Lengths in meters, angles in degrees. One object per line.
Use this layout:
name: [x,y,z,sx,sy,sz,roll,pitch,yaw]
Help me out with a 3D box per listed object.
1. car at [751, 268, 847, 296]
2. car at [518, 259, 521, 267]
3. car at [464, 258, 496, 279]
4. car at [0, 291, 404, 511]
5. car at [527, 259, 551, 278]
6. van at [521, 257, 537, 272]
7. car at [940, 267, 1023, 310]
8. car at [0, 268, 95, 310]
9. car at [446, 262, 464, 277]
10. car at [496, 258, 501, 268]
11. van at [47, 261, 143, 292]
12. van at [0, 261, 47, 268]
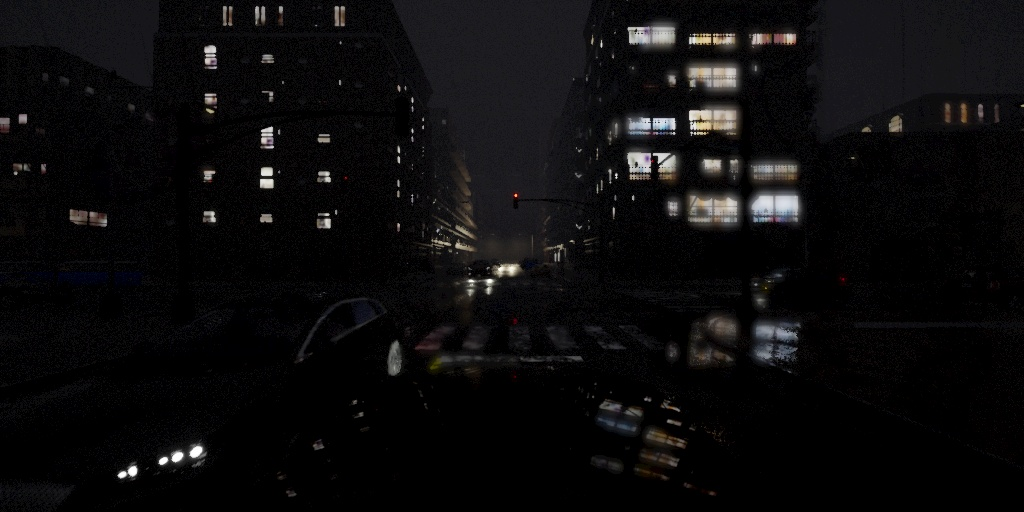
car: [14.691,1.303,18.642,4.181,1.385,1.994,0,-1,1]
car: [2.458,1.096,53.081,2.192,1.841,5.009,0,0,0]
car: [-2.816,1.110,32.909,2.097,1.767,4.553,0,0,0]
car: [-2.755,1.242,4.311,2.128,1.511,4.902,0,0,0]
car: [2.628,1.287,33.594,1.751,1.417,4.829,0,0,0]
van: [2.502,1.116,47.427,1.690,1.789,3.998,0,0,0]
car: [18.665,1.102,13.164,4.097,1.591,1.967,0,0,1]
car: [-19.362,1.289,13.677,4.403,1.370,2.007,0,0,1]
car: [-5.516,1.315,36.033,2.007,1.370,4.403,0,0,0]
car: [-2.876,1.150,61.390,1.837,1.490,4.892,0,0,0]
van: [-24.850,1.189,21.631,3.998,1.789,1.690,0,0,1]
van: [-30.444,1.200,21.706,3.998,1.789,1.690,0,0,1]
